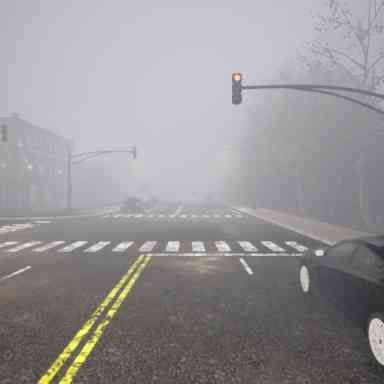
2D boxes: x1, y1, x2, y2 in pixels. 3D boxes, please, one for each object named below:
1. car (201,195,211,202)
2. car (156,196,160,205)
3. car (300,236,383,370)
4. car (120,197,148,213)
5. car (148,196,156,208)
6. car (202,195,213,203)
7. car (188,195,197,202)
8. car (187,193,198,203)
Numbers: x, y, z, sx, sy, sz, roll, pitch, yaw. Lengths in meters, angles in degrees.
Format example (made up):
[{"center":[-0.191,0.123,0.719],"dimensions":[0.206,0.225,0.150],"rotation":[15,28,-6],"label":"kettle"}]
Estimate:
[{"center":[3.284,1.494,79.149],"dimensions":[2.128,1.511,4.902],"rotation":[0,0,0],"label":"car"},{"center":[-6.557,1.486,57.344],"dimensions":[1.837,1.490,4.892],"rotation":[0,0,0],"label":"car"},{"center":[3.345,1.477,5.634],"dimensions":[1.882,1.535,5.008],"rotation":[0,0,1],"label":"car"},{"center":[-6.584,1.341,37.056],"dimensions":[2.097,1.767,4.553],"rotation":[0,0,0],"label":"car"},{"center":[-6.578,1.586,46.214],"dimensions":[1.895,1.301,4.718],"rotation":[0,0,0],"label":"car"},{"center":[3.382,1.480,68.959],"dimensions":[1.837,1.490,4.892],"rotation":[0,0,0],"label":"car"},{"center":[0.034,1.509,79.270],"dimensions":[2.033,1.411,5.357],"rotation":[0,0,0],"label":"car"},{"center":[0.128,1.197,68.627],"dimensions":[2.150,2.045,5.566],"rotation":[0,0,0],"label":"car"}]
